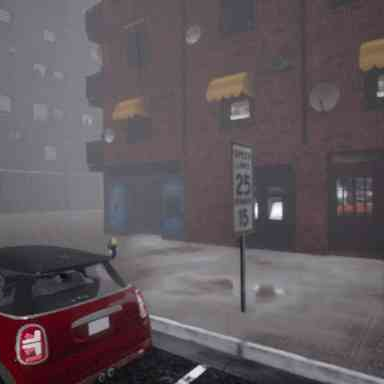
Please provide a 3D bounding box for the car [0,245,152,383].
[{"bbox_3d":[-2.585,1.485,4.722,4.097,1.590,1.967,-1,-1,36],"label":"car"}]
